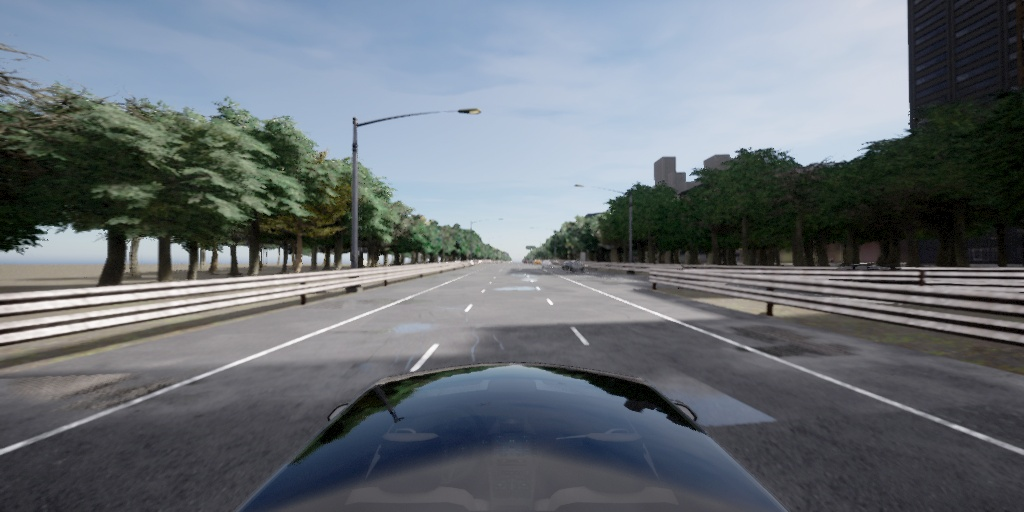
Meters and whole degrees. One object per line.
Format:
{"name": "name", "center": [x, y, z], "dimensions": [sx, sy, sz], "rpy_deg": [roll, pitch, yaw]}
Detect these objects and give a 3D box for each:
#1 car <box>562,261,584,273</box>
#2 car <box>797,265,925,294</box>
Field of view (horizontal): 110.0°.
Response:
{"name": "car", "center": [8.216, 1.456, 48.737], "dimensions": [2.128, 1.511, 4.902], "rpy_deg": [0, 0, -10]}
{"name": "car", "center": [17.850, 1.210, 18.725], "dimensions": [1.837, 1.490, 4.892], "rpy_deg": [0, -2, -28]}
